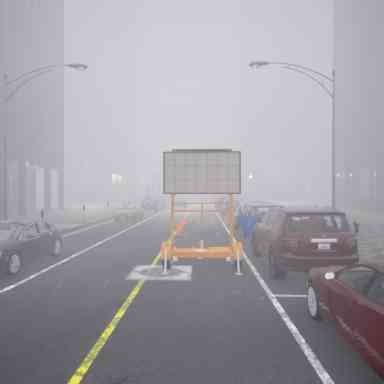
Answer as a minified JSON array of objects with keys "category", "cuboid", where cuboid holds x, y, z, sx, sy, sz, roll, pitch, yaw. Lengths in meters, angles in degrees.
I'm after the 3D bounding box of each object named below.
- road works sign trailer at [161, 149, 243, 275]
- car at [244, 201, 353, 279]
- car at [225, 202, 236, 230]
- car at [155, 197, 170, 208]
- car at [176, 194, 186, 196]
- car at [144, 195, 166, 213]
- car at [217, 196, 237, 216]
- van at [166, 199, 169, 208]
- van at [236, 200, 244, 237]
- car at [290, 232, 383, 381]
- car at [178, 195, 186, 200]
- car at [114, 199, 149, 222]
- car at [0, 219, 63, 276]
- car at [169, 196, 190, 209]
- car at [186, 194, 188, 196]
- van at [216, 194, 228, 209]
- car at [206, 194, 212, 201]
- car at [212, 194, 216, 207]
[{"category":"road works sign trailer","cuboid":[0.311,0.463,10.457,2.380,3.560,2.880,0,0,2]},{"category":"car","cuboid":[3.065,1.314,9.903,2.192,1.841,5.009,0,0,2]},{"category":"car","cuboid":[3.410,1.550,20.949,2.008,1.369,4.403,0,0,2]},{"category":"car","cuboid":[-4.258,1.525,48.671,1.752,1.417,4.829,0,0,2]},{"category":"car","cuboid":[-3.231,1.335,81.389,2.192,1.841,5.009,0,0,2]},{"category":"car","cuboid":[-4.602,1.313,37.797,2.192,1.841,5.009,0,0,2]},{"category":"car","cuboid":[3.754,1.439,31.994,1.967,1.590,4.097,0,0,2]},{"category":"van","cuboid":[-4.427,1.340,43.319,1.690,1.788,3.998,0,0,2]},{"category":"van","cuboid":[3.237,1.340,15.425,1.690,1.788,3.998,0,0,2]},{"category":"car","cuboid":[2.893,1.544,4.380,1.887,1.381,4.507,0,0,2]},{"category":"car","cuboid":[-2.876,1.600,92.670,1.947,1.339,4.313,0,0,2]},{"category":"car","cuboid":[-4.955,1.524,26.583,1.752,1.417,4.829,0,0,2]},{"category":"car","cuboid":[-5.472,1.550,10.186,2.008,1.369,4.403,0,0,2]},{"category":"car","cuboid":[-1.603,1.600,45.040,1.895,1.301,4.718,0,0,2]},{"category":"car","cuboid":[-3.054,1.342,87.030,2.192,1.841,5.009,0,0,2]},{"category":"van","cuboid":[3.926,1.339,37.516,1.690,1.788,3.998,0,0,2]},{"category":"car","cuboid":[5.290,1.335,81.112,2.192,1.841,5.009,0,0,2]},{"category":"car","cuboid":[4.098,1.314,43.039,2.192,1.841,5.009,0,0,2]}]
